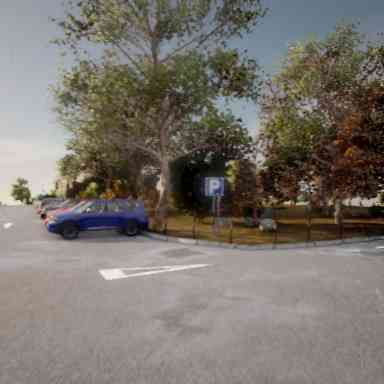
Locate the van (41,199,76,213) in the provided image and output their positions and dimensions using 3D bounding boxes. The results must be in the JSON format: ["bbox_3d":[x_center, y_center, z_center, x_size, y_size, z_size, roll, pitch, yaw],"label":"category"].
[{"bbox_3d":[-18.571,1.903,46.321,4.442,1.987,1.878,1,-1,-26],"label":"van"}]

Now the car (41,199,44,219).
[{"bbox_3d":[-6.379,1.502,21.282,5.566,2.045,2.435,1,-1,-26],"label":"car"}]

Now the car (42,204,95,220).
[{"bbox_3d":[-12.542,1.961,33.762,4.792,1.488,2.163,1,-1,-26],"label":"car"}]

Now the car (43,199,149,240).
[{"bbox_3d":[-5.201,1.473,18.895,5.566,2.045,2.435,1,-1,-26],"label":"car"}]

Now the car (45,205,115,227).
[{"bbox_3d":[-8.823,1.820,26.282,5.008,1.535,2.097,1,-1,-26],"label":"car"}]

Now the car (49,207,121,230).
[{"bbox_3d":[-7.643,1.827,23.897,4.674,1.452,2.002,1,-1,-26],"label":"car"}]

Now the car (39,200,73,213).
[{"bbox_3d":[-19.931,2.045,48.749,4.553,1.767,2.185,1,-1,-26],"label":"car"}]

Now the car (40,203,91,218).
[{"bbox_3d":[-13.753,1.971,36.270,5.008,1.535,2.097,1,-1,-26],"label":"car"}]

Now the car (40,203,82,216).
[{"bbox_3d":[-16.215,2.090,41.267,4.674,1.452,2.002,1,-1,-26],"label":"car"}]

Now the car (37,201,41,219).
[{"bbox_3d":[-10.076,1.604,28.774,5.566,2.045,2.435,1,-1,-26],"label":"car"}]

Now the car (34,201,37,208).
[{"bbox_3d":[-15.147,2.006,38.689,5.366,1.575,1.946,1,-1,-26],"label":"car"}]

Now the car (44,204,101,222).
[{"bbox_3d":[-11.257,1.922,31.291,4.792,1.488,2.163,1,-1,-26],"label":"car"}]

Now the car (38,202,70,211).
[{"bbox_3d":[-22.358,2.303,53.757,4.674,1.452,2.002,1,-1,-26],"label":"car"}]
